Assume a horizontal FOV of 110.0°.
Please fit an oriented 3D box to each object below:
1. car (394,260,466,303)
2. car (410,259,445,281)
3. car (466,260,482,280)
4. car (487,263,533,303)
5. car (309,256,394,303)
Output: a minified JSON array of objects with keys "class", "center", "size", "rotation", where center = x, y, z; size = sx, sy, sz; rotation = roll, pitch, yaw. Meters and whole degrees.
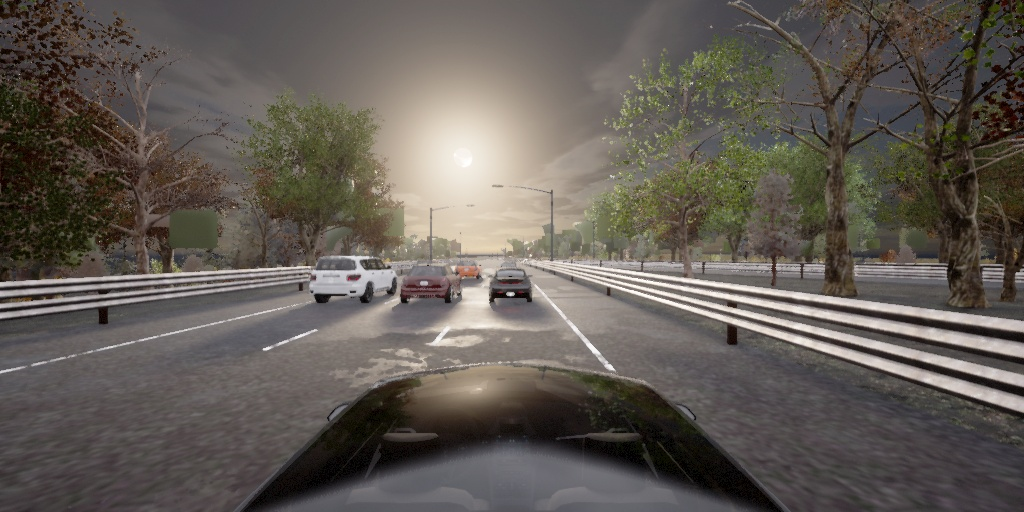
[{"class":"car","center":[-3.575,1.118,16.625],"size":[2.097,1.767,4.553],"rotation":[0,0,-1]},{"class":"car","center":[-7.298,1.129,31.607],"size":[2.097,1.767,4.553],"rotation":[0,0,-1]},{"class":"car","center":[-3.798,1.129,31.676],"size":[2.097,1.767,4.553],"rotation":[0,0,-1]},{"class":"car","center":[-0.075,1.269,16.690],"size":[1.837,1.490,4.892],"rotation":[0,0,-1]},{"class":"car","center":[-7.076,1.010,16.650],"size":[2.150,2.045,5.566],"rotation":[0,0,-1]}]
